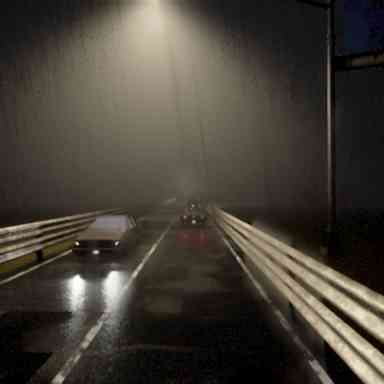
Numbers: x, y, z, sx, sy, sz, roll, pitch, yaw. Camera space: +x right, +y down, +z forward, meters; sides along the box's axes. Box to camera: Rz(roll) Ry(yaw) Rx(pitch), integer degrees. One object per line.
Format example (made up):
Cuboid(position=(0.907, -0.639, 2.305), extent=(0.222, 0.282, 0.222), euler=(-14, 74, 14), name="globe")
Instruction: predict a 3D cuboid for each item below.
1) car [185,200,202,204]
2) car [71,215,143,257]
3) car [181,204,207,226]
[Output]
Cuboid(position=(0.140, 1.733, 41.823), extent=(2.097, 1.767, 4.553), euler=(0, 0, 0), name="car")
Cuboid(position=(-3.237, 1.674, 13.874), extent=(2.033, 1.411, 5.357), euler=(0, -1, 0), name="car")
Cuboid(position=(0.125, 1.834, 25.629), extent=(1.895, 1.301, 4.718), euler=(0, -1, 0), name="car")
